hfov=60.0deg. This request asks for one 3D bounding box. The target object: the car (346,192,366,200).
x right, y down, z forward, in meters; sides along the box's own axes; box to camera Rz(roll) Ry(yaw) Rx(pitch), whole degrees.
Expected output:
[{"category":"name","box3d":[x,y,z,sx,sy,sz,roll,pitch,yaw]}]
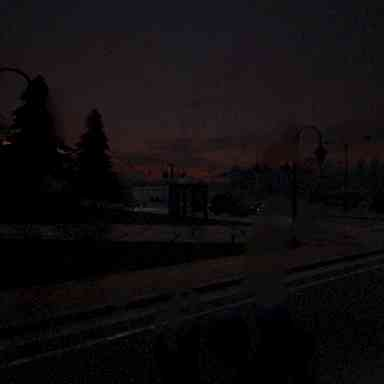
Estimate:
[{"category":"car","box3d":[39.725,1.036,80.695,1.905,1.878,3.866,0,0,-36]}]

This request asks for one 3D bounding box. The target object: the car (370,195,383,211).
[{"category":"car","box3d":[21.445,1.362,36.258,1.845,1.501,3.633,0,0,-36]}]

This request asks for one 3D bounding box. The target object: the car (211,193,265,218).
[{"category":"car","box3d":[4.038,1.221,30.337,2.150,2.045,5.566,0,0,-36]}]

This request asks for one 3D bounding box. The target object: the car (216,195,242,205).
[{"category":"car","box3d":[6.301,1.328,57.434,2.007,1.523,4.514,0,0,-36]}]

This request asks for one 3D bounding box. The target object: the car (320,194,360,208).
[{"category":"car","box3d":[19.556,1.370,44.028,1.970,1.475,3.806,0,0,-36]}]

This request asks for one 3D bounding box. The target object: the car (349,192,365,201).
[{"category":"car","box3d":[31.077,1.269,65.719,2.007,1.523,4.514,0,0,-36]}]

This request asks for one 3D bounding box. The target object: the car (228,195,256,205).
[{"category":"car","box3d":[8.823,1.316,59.300,2.152,1.636,5.027,0,0,-36]}]

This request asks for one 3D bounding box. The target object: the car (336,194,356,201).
[{"category":"car","box3d":[36.665,1.323,79.259,1.970,1.475,3.806,0,0,-36]}]

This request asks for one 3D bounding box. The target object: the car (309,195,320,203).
[{"category":"car","box3d":[22.923,1.297,59.944,1.845,1.501,3.633,0,0,-36]}]

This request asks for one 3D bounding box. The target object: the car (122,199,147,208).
[{"category":"car","box3d":[-8.162,1.602,47.173,1.895,1.301,4.718,0,0,-36]}]

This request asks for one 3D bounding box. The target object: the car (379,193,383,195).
[{"category":"car","box3d":[41.626,1.059,72.383,1.932,1.855,4.605,0,0,-36]}]
